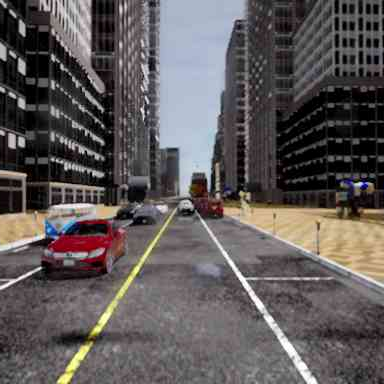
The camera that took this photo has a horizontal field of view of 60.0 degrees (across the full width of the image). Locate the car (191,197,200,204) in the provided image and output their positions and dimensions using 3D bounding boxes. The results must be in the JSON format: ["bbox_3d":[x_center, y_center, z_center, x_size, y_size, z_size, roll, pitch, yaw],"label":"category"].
[{"bbox_3d":[0.894,2.225,89.014,2.192,1.841,5.009,0,-1,-1],"label":"car"}]

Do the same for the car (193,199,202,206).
[{"bbox_3d":[1.231,2.269,72.568,1.752,1.417,4.829,0,-1,-1],"label":"car"}]

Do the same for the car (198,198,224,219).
[{"bbox_3d":[2.031,1.662,33.635,2.192,1.841,5.009,0,-1,-1],"label":"car"}]

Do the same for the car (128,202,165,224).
[{"bbox_3d":[-3.612,1.834,27.476,2.033,1.411,5.357,0,-1,-1],"label":"car"}]

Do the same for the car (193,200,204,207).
[{"bbox_3d":[1.348,2.236,66.860,2.008,1.369,4.403,0,-1,-1],"label":"car"}]

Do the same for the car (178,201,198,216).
[{"bbox_3d":[-0.646,1.990,37.620,1.895,1.301,4.718,0,-1,-1],"label":"car"}]

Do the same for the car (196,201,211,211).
[{"bbox_3d":[1.689,2.082,50.246,1.947,1.339,4.313,0,-1,-1],"label":"car"}]

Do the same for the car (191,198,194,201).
[{"bbox_3d":[-0.849,2.016,47.471,1.812,1.442,4.674,0,-1,-1],"label":"car"}]

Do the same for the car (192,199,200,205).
[{"bbox_3d":[1.007,2.420,83.473,1.947,1.339,4.313,0,-1,-1],"label":"car"}]

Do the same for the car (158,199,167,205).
[{"bbox_3d":[-7.372,2.438,83.301,1.802,1.307,4.206,0,-1,-1],"label":"car"}]

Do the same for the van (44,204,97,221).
[{"bbox_3d":[-6.007,1.520,16.849,1.690,1.788,3.998,0,-1,-1],"label":"van"}]

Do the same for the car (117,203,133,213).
[{"bbox_3d":[-6.349,1.915,33.460,1.947,1.339,4.313,0,-1,-1],"label":"car"}]

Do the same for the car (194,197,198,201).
[{"bbox_3d":[1.803,1.775,44.711,2.192,1.841,5.009,0,-1,-1],"label":"car"}]

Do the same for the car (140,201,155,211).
[{"bbox_3d":[-6.690,2.101,50.073,1.802,1.307,4.206,0,-1,-1],"label":"car"}]

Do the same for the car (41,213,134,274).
[{"bbox_3d":[-3.299,1.643,11.116,1.812,1.442,4.674,0,-1,-1],"label":"car"}]

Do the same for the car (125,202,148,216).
[{"bbox_3d":[-6.463,1.957,38.997,2.008,1.369,4.403,0,-1,-1],"label":"car"}]

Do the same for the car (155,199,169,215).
[{"bbox_3d":[-3.893,1.940,39.901,1.812,1.442,4.674,0,0,-1],"label":"car"}]

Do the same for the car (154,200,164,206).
[{"bbox_3d":[-7.144,2.326,72.225,1.802,1.307,4.206,0,-1,-1],"label":"car"}]

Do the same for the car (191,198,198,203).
[{"bbox_3d":[0.779,2.405,94.550,1.967,1.590,4.097,0,-1,-1],"label":"car"}]
